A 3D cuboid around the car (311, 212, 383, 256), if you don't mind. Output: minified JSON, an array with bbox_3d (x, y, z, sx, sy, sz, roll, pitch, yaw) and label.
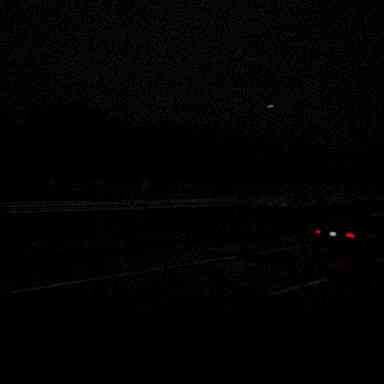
[{"bbox_3d":[6.901,1.483,12.857,5.357,1.411,2.033,0,0,-35],"label":"car"}]

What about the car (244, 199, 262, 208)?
[{"bbox_3d":[7.559,1.408,34.774,4.674,1.442,1.812,0,0,-34],"label":"car"}]

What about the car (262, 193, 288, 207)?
[{"bbox_3d":[9.787,1.105,32.061,5.566,2.045,2.150,0,0,-34],"label":"car"}]

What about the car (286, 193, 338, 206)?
[{"bbox_3d":[10.566,1.241,28.351,4.553,1.767,2.097,0,0,-34],"label":"car"}]
